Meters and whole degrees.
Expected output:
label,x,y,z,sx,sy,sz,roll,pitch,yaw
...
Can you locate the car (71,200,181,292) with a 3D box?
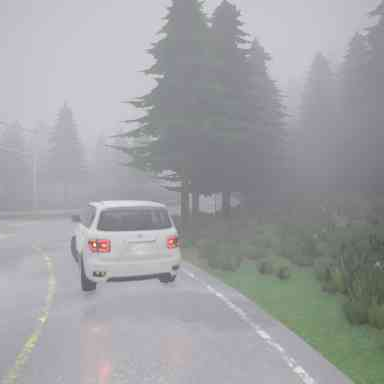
label,x,y,z,sx,sy,sz,roll,pitch,yaw
car,-2.059,1.227,9.295,2.150,2.045,5.566,0,0,-22
